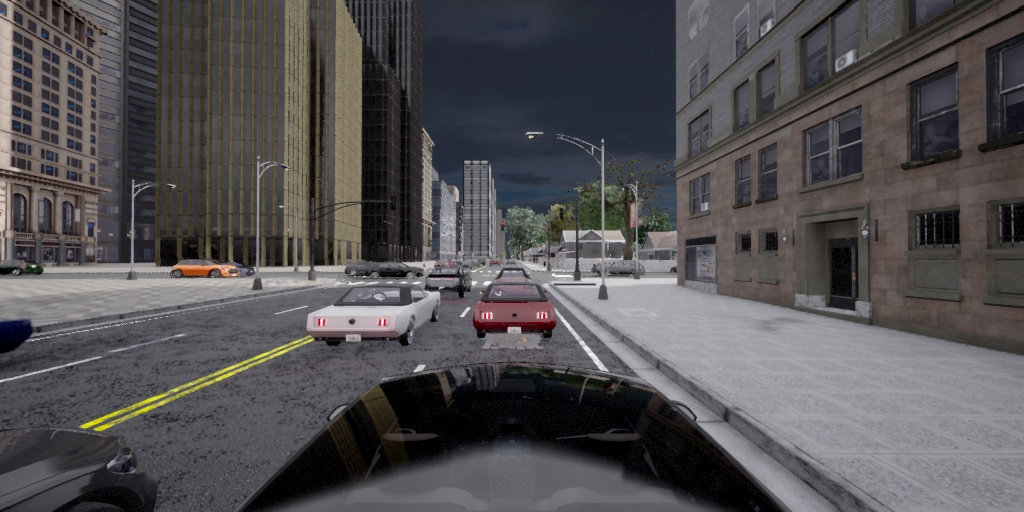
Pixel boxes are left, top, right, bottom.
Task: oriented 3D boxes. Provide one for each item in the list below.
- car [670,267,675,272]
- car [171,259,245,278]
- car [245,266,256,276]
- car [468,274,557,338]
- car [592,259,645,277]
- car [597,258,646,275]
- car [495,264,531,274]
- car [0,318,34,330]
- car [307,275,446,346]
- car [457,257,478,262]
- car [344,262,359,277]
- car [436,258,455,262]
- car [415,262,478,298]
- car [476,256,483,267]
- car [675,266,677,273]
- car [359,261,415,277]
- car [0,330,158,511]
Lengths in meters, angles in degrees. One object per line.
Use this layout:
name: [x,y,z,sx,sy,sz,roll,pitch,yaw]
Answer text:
car: [21.099,1.353,41.137,5.357,1.411,2.033,0,-1,0]
car: [-26.168,1.060,30.736,4.553,1.767,2.097,0,-1,-4]
car: [-26.752,1.304,33.958,4.181,1.385,1.994,0,-1,-4]
car: [0.058,1.351,10.118,1.895,1.301,4.718,0,0,0]
car: [10.159,1.228,34.479,4.902,1.511,2.128,0,-1,0]
car: [11.505,1.124,37.922,4.553,1.767,2.097,0,-1,0]
car: [0.049,1.316,18.875,1.994,1.385,4.181,0,0,0]
car: [-9.846,1.351,4.385,1.895,1.301,4.718,0,0,0]
car: [-3.176,1.352,9.398,1.895,1.301,4.718,0,0,0]
car: [-6.738,1.258,54.386,1.837,1.490,4.892,0,0,0]
car: [-13.473,1.247,34.509,4.892,1.490,1.837,0,0,-1]
car: [-9.987,1.105,52.560,2.097,1.767,4.553,0,0,0]
car: [-3.198,1.243,18.652,2.128,1.511,4.902,0,0,0]
car: [-6.739,1.258,64.525,1.837,1.490,4.892,0,0,0]
car: [20.462,1.264,37.889,4.902,1.511,2.128,0,-1,0]
car: [-10.199,1.230,31.300,5.008,1.535,1.882,0,0,-1]
car: [-3.142,1.275,0.256,1.812,1.442,4.674,0,0,0]
